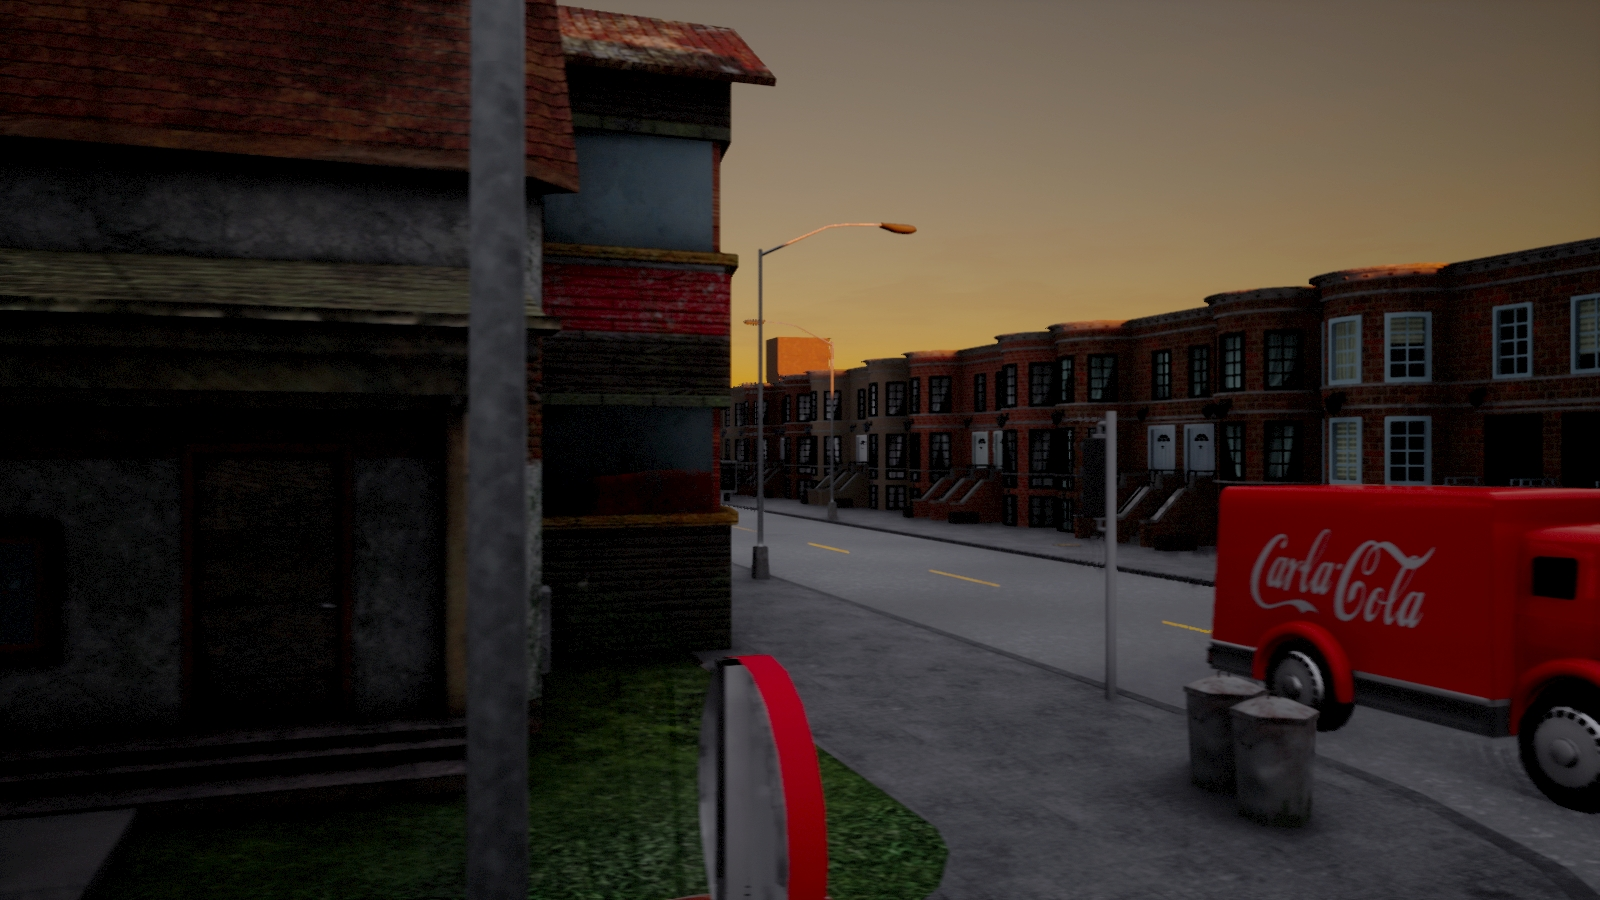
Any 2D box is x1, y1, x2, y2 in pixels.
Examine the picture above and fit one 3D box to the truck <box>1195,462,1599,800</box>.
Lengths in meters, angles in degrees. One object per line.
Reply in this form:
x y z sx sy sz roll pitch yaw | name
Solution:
6.488 1.354 10.612 2.627 2.467 5.204 0 0 -20 | truck
